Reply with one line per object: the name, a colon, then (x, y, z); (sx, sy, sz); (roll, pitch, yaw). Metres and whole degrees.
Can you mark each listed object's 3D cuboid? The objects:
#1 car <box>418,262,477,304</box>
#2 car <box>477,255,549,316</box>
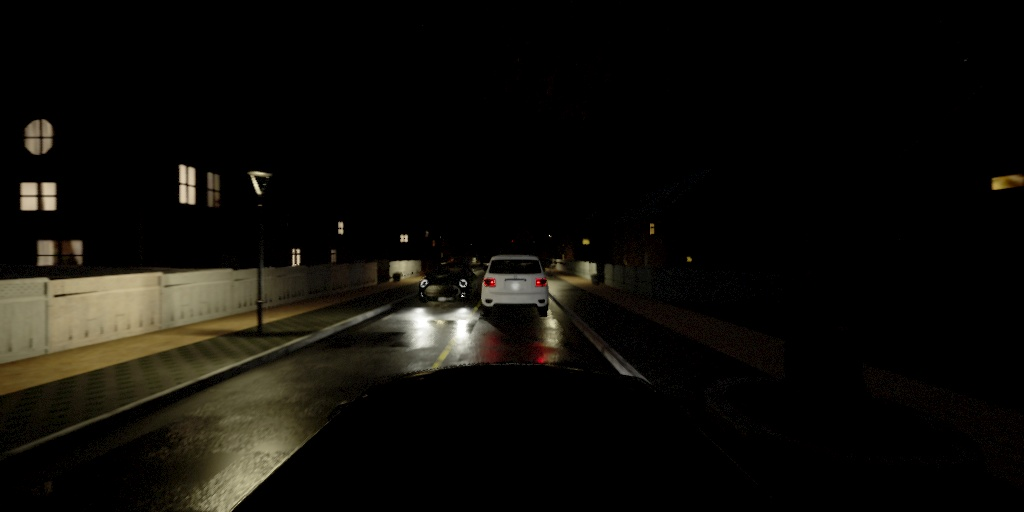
car: (-2.751, 1.098, 16.304); (2.097, 1.767, 4.553); (0, 0, 0)
car: (0.100, 0.969, 13.425); (2.150, 2.045, 5.566); (0, 0, 0)
